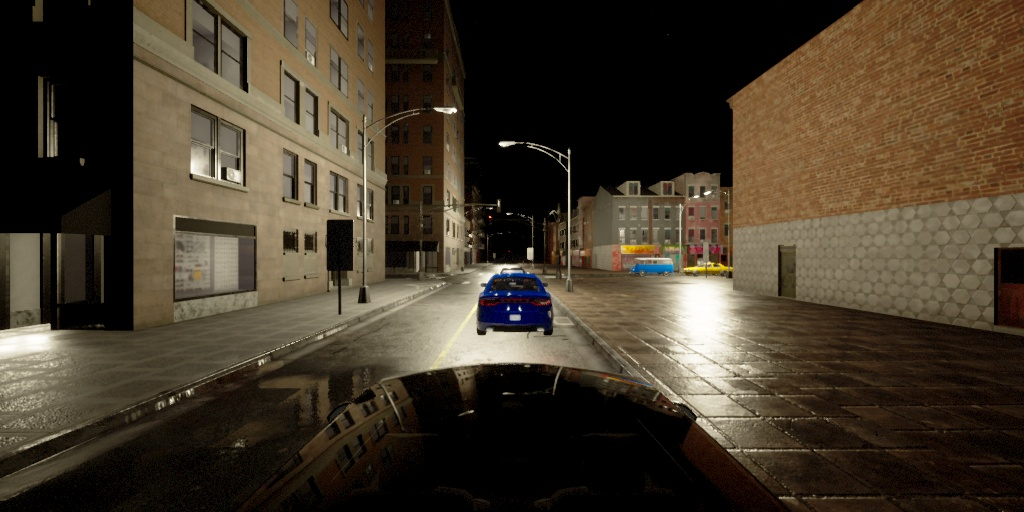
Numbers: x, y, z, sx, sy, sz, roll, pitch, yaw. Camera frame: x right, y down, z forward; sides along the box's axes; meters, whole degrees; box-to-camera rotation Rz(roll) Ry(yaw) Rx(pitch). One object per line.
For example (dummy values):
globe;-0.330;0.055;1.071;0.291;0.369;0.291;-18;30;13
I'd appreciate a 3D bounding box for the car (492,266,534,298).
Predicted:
car;0.037;1.313;19.257;1.994;1.385;4.181;0;0;0

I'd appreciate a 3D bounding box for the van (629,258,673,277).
van;13.618;1.087;35.044;3.998;1.789;1.690;0;0;0

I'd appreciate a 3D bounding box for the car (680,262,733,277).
car;19.060;1.267;35.056;4.829;1.417;1.751;0;0;0

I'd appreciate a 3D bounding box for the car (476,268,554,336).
car;0.069;1.227;10.488;1.882;1.535;5.008;0;0;0
